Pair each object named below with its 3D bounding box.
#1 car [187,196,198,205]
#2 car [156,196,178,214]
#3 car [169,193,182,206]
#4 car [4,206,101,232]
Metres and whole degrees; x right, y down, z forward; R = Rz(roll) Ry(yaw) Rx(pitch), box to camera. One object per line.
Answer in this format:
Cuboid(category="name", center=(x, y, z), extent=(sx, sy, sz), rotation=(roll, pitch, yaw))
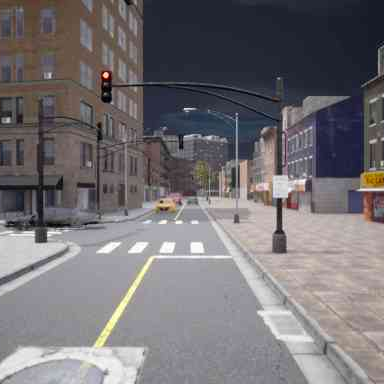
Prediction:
Cuboid(category="car", center=(0.119, 1.507, 59.117), extent=(2.128, 1.511, 4.902), rotation=(0, 0, 0))
Cuboid(category="car", center=(-2.838, 1.482, 36.208), extent=(1.882, 1.535, 5.008), rotation=(0, 0, 0))
Cuboid(category="car", center=(-2.820, 1.237, 54.990), extent=(2.150, 2.045, 5.566), rotation=(0, 0, 0))
Cuboid(category="car", center=(-8.378, 1.579, 20.427), extent=(5.357, 1.411, 2.033), rotation=(0, 0, -12))
